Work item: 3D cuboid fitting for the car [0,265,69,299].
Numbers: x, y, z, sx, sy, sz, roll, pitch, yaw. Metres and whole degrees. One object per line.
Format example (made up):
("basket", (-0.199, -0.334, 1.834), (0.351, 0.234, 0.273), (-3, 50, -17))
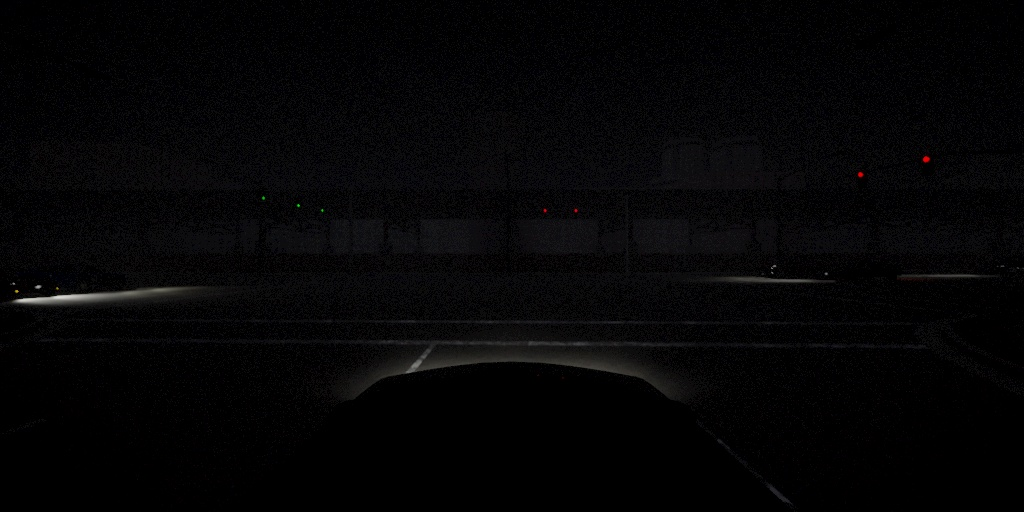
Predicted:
("car", (-24.555, 1.295, 17.130), (4.181, 1.385, 1.994), (0, 0, 2))

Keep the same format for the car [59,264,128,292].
("car", (-25.194, 1.203, 20.650), (5.008, 1.535, 1.882), (0, 0, 2))

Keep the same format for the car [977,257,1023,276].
("car", (41.596, 0.793, 29.553), (4.902, 1.511, 2.128), (-1, 0, 2))

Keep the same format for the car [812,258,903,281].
("car", (25.734, 1.022, 26.481), (4.902, 1.511, 2.128), (-1, 0, 2))

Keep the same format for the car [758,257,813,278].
("car", (23.306, 0.912, 30.048), (4.553, 1.767, 2.097), (-1, 0, 2))
